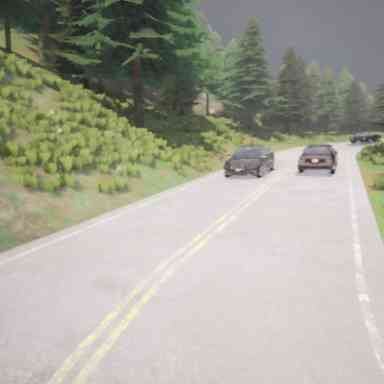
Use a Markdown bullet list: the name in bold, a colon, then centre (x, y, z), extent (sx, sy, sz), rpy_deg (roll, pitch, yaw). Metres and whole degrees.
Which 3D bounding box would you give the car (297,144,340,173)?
- **car**: centre (6.984, -1.930, 18.317), extent (2.033, 1.411, 5.357), rpy_deg (3, 12, 25)

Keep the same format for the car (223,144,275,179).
- **car**: centre (3.123, -1.688, 17.506), extent (1.837, 1.490, 4.892), rpy_deg (3, 12, 25)

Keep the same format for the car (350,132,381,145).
- **car**: centre (19.616, -6.106, 37.504), extent (4.718, 1.301, 1.895), rpy_deg (-13, 13, -42)
